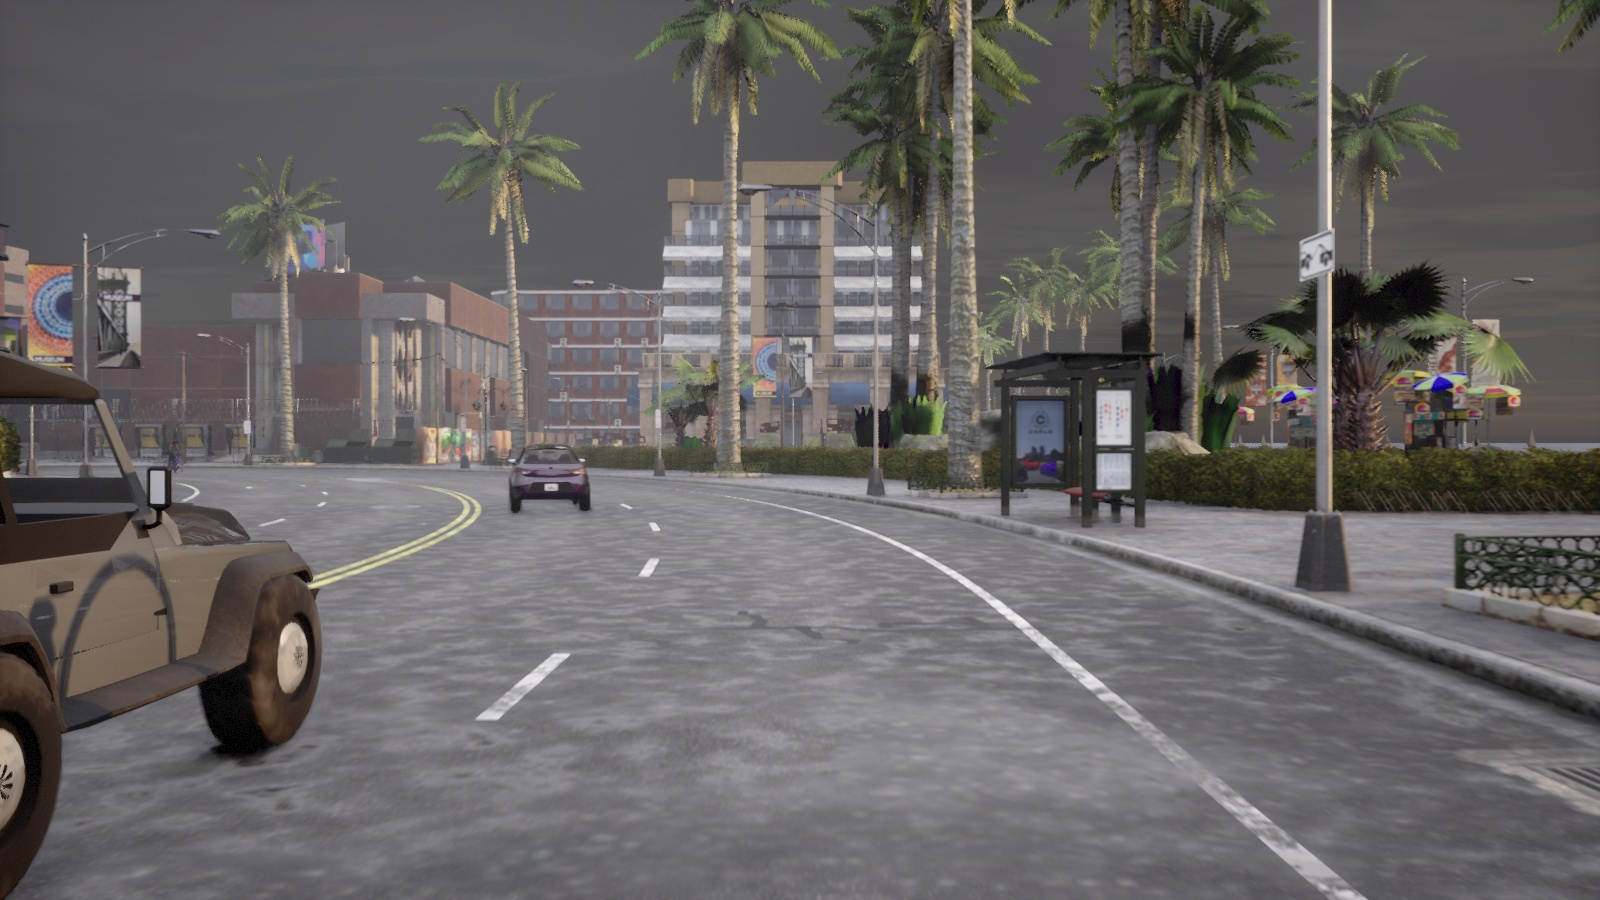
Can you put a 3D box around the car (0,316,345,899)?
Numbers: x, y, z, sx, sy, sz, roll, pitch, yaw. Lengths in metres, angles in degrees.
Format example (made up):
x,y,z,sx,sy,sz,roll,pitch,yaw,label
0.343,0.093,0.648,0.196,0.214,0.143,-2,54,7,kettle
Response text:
x,y,z,sx,sy,sz,roll,pitch,yaw,label
-3.456,0.512,4.956,1.905,1.878,3.866,0,0,0,car

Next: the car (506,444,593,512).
x,y,z,sx,sy,sz,roll,pitch,yaw,label
-5.884,0.591,29.173,1.816,1.474,4.193,0,0,-14,car
